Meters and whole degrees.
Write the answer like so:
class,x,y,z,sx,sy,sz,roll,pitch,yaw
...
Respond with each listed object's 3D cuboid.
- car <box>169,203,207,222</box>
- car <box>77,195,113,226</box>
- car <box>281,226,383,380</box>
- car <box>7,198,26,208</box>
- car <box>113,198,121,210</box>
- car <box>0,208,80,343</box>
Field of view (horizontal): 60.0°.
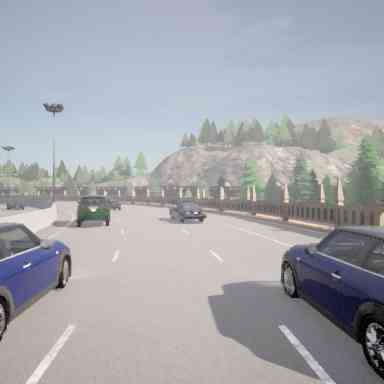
class,x,y,z,sx,sy,sz,roll,pitch,yaw
car,-0.431,1.563,26.391,2.033,1.411,5.357,0,0,-16
car,-7.100,1.252,24.087,2.150,2.045,5.566,0,0,-15
car,3.162,1.351,5.686,2.097,1.767,4.553,0,0,-4
car,-23.124,1.637,43.831,1.837,1.490,4.892,0,0,-30
car,-10.400,1.560,42.624,2.128,1.511,4.902,0,0,-25
car,-3.903,1.355,6.293,2.097,1.767,4.553,0,0,-3
